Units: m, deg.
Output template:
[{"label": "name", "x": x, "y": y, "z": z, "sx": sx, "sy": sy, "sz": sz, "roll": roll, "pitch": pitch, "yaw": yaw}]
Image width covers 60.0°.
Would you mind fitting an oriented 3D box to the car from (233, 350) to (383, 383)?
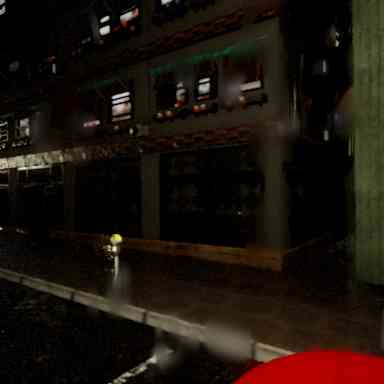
[{"label": "car", "x": 2.152, "y": 1.551, "z": 1.357, "sx": 4.507, "sy": 1.381, "sz": 1.887, "roll": 0, "pitch": -1, "yaw": 35}]
